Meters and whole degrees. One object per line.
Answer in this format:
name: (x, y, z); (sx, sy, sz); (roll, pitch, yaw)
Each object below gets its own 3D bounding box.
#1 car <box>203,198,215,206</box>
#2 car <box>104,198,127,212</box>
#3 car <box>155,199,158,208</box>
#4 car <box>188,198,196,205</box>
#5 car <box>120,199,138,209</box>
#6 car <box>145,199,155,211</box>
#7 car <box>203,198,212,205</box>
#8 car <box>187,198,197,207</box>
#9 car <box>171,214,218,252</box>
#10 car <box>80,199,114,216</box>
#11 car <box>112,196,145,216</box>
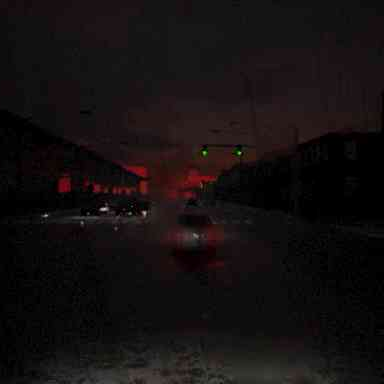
car: (3.502, 2.089, 64.800); (1.994, 1.385, 4.181); (0, -1, 0)
car: (-10.526, 1.728, 46.031); (2.097, 1.767, 4.553); (0, 0, 0)
car: (-7.000, 1.978, 58.015); (1.837, 1.490, 4.892); (0, 0, 0)
car: (0.000, 2.109, 74.748); (1.837, 1.490, 4.892); (0, 0, 0)
car: (-10.500, 1.949, 56.055); (2.128, 1.511, 4.902); (0, 0, 0)
car: (-7.011, 1.937, 47.751); (2.033, 1.411, 5.357); (0, 0, 0)
car: (3.500, 2.133, 74.740); (1.812, 1.442, 4.674); (0, 0, 0)
car: (0.000, 2.071, 64.197); (2.033, 1.411, 5.357); (0, 0, 0)
car: (0.099, 1.666, 14.416); (2.033, 1.411, 5.357); (0, 0, 0)
car: (-10.585, 1.847, 36.636); (2.033, 1.411, 5.357); (0, 0, 0)
car: (-7.088, 1.528, 37.513); (2.150, 2.045, 5.566); (0, 0, 0)
